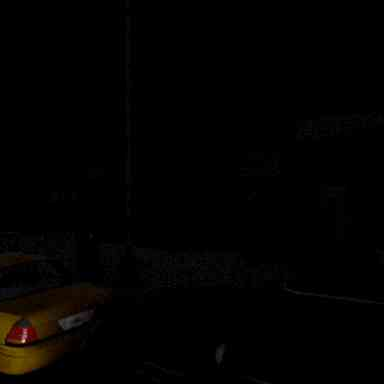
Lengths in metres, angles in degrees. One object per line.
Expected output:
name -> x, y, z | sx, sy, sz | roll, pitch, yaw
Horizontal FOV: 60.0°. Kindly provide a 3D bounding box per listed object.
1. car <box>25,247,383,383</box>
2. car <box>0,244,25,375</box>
car -> 1.350, 1.315, 2.119 | 5.009, 1.841, 2.192 | 0, 0, 35
car -> -3.287, 1.538, 5.423 | 4.829, 1.417, 1.752 | 0, 0, 35
